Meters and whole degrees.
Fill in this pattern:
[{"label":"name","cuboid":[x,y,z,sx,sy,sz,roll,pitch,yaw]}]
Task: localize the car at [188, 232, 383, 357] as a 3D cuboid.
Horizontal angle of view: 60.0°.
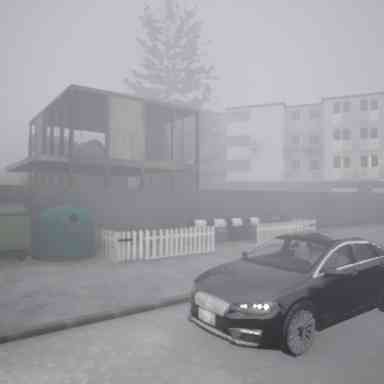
[{"label":"car","cuboid":[2.197,1.557,6.219,4.902,1.511,2.128,1,-1,-36]}]
